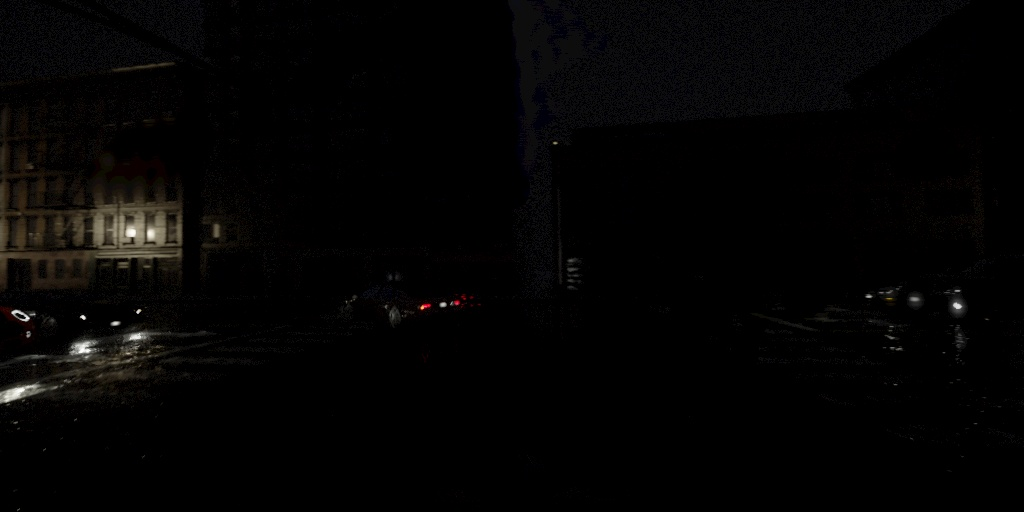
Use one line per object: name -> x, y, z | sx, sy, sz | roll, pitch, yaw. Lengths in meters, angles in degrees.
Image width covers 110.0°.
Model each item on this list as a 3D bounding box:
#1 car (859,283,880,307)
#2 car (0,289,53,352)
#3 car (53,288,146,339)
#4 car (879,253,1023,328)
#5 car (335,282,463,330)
car -> 16.261, 1.277, 13.591 | 4.892, 1.490, 1.837 | -1, -2, 9
car -> -13.769, 1.457, 8.123 | 4.553, 1.767, 2.097 | -1, -2, 9
car -> -14.966, 1.770, 11.585 | 5.357, 1.411, 2.033 | -1, -2, 9
car -> 14.935, 0.928, 10.501 | 5.566, 2.045, 2.150 | -1, -2, 8
car -> -4.093, 1.621, 12.559 | 5.357, 1.411, 2.033 | -2, -2, 38
